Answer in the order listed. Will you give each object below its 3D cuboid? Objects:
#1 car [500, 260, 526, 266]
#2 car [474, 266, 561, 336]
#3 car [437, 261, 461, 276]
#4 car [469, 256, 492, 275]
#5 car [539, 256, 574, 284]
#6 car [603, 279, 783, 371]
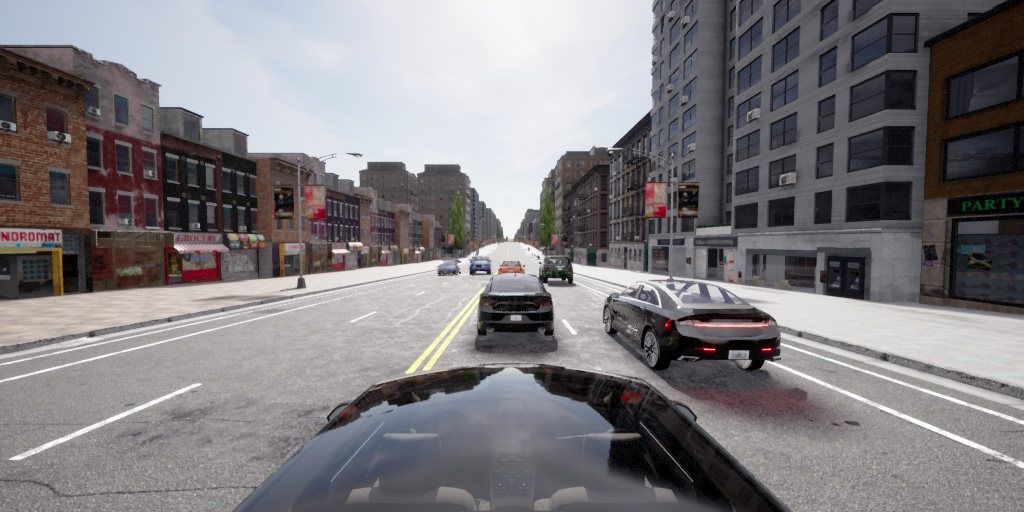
[{"bbox_3d":[0.027,1.126,29.614,2.097,1.767,4.553,0,0,3],"label":"car"},{"bbox_3d":[0.086,1.233,10.479,1.882,1.535,5.008,0,0,0],"label":"car"},{"bbox_3d":[-6.649,1.302,38.136,1.812,1.442,4.674,0,0,0],"label":"car"},{"bbox_3d":[-3.410,0.998,39.559,2.150,2.045,5.566,0,0,0],"label":"car"},{"bbox_3d":[3.312,0.994,27.537,2.150,2.045,5.566,0,0,0],"label":"car"},{"bbox_3d":[3.338,1.243,7.701,2.128,1.511,4.902,0,0,0],"label":"car"}]
